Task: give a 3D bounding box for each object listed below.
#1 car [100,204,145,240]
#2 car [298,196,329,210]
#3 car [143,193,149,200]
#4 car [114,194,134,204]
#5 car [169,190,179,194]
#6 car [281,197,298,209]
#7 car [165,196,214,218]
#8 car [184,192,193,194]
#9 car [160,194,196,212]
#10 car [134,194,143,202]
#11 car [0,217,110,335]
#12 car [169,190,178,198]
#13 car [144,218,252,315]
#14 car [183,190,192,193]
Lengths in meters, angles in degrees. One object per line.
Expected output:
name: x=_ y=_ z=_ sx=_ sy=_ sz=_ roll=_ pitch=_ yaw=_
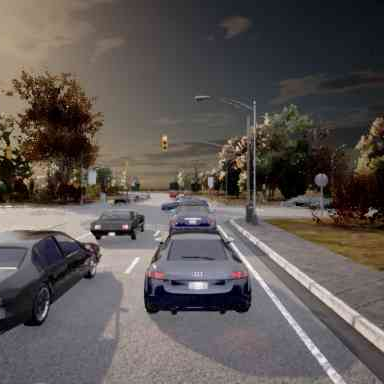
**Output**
car: x=-3.493 y=1.520 z=16.578 sx=1.895 sy=1.301 sz=4.718 roll=0 pitch=0 yaw=-1
car: x=15.184 y=1.324 z=37.412 sx=5.357 sy=1.411 sz=2.033 roll=0 pitch=0 yaw=-3
car: x=-10.913 y=1.104 z=71.119 sx=1.895 sy=1.301 sz=4.718 roll=0 pitch=1 yaw=-1
car: x=-10.840 y=1.275 z=52.060 sx=1.895 sy=1.301 sz=4.718 roll=0 pitch=0 yaw=0
car: x=-4.329 y=0.594 z=82.857 sx=2.150 sy=2.045 sz=5.566 roll=0 pitch=1 yaw=-3
car: x=13.418 y=1.244 z=40.811 sx=4.902 sy=1.511 sz=2.128 roll=0 pitch=0 yaw=-3
car: x=0.028 y=1.273 z=16.259 sx=2.097 sy=1.767 sz=4.553 roll=0 pitch=0 yaw=0
car: x=-0.129 y=1.171 z=49.451 sx=1.882 sy=1.535 sz=5.008 roll=-1 pitch=1 yaw=-4
car: x=-0.842 y=1.279 z=33.789 sx=5.008 sy=1.535 sz=1.882 roll=-1 pitch=0 yaw=-32
car: x=-10.860 y=1.097 z=61.162 sx=2.128 sy=1.511 sz=4.902 roll=0 pitch=0 yaw=0
car: x=-3.423 y=1.529 z=6.933 sx=2.033 sy=1.411 sz=5.357 roll=0 pitch=0 yaw=-1
car: x=-5.170 y=0.446 z=93.598 sx=2.150 sy=2.045 sz=5.566 roll=0 pitch=1 yaw=-7
car: x=0.074 y=1.542 z=7.625 sx=1.994 sy=1.385 sz=4.181 roll=0 pitch=0 yaw=-1
car: x=-0.907 y=0.568 z=84.176 sx=2.150 sy=2.045 sz=5.566 roll=0 pitch=1 yaw=-4
